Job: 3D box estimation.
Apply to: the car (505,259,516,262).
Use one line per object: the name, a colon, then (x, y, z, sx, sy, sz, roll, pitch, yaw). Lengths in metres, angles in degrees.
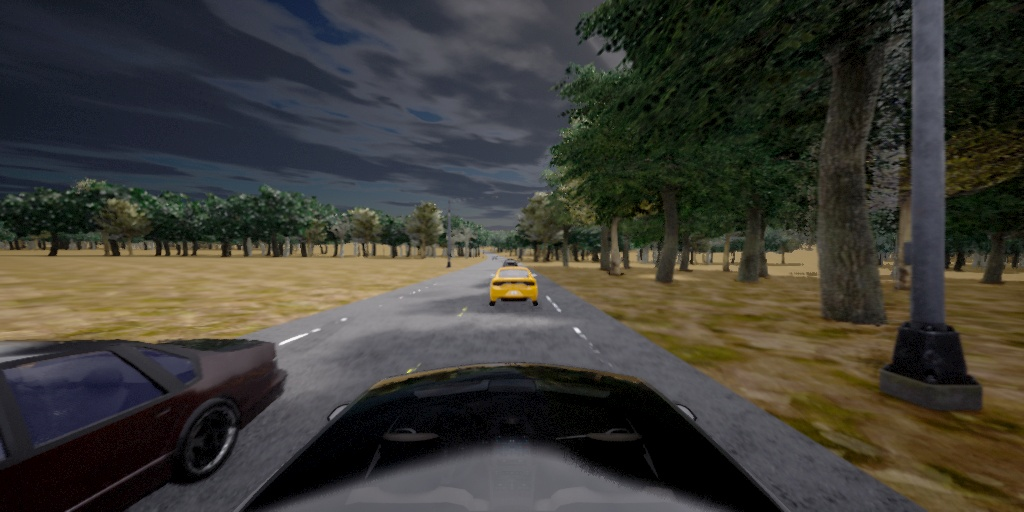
car: (-0.213, 1.168, 45.260, 1.837, 1.490, 4.892, 0, 1, -1)

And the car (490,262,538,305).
car: (0.066, 1.211, 15.896, 1.882, 1.535, 5.008, 0, 0, 0)

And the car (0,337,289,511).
car: (-3.599, 1.299, 1.917, 2.033, 1.411, 5.357, 0, 0, 0)
